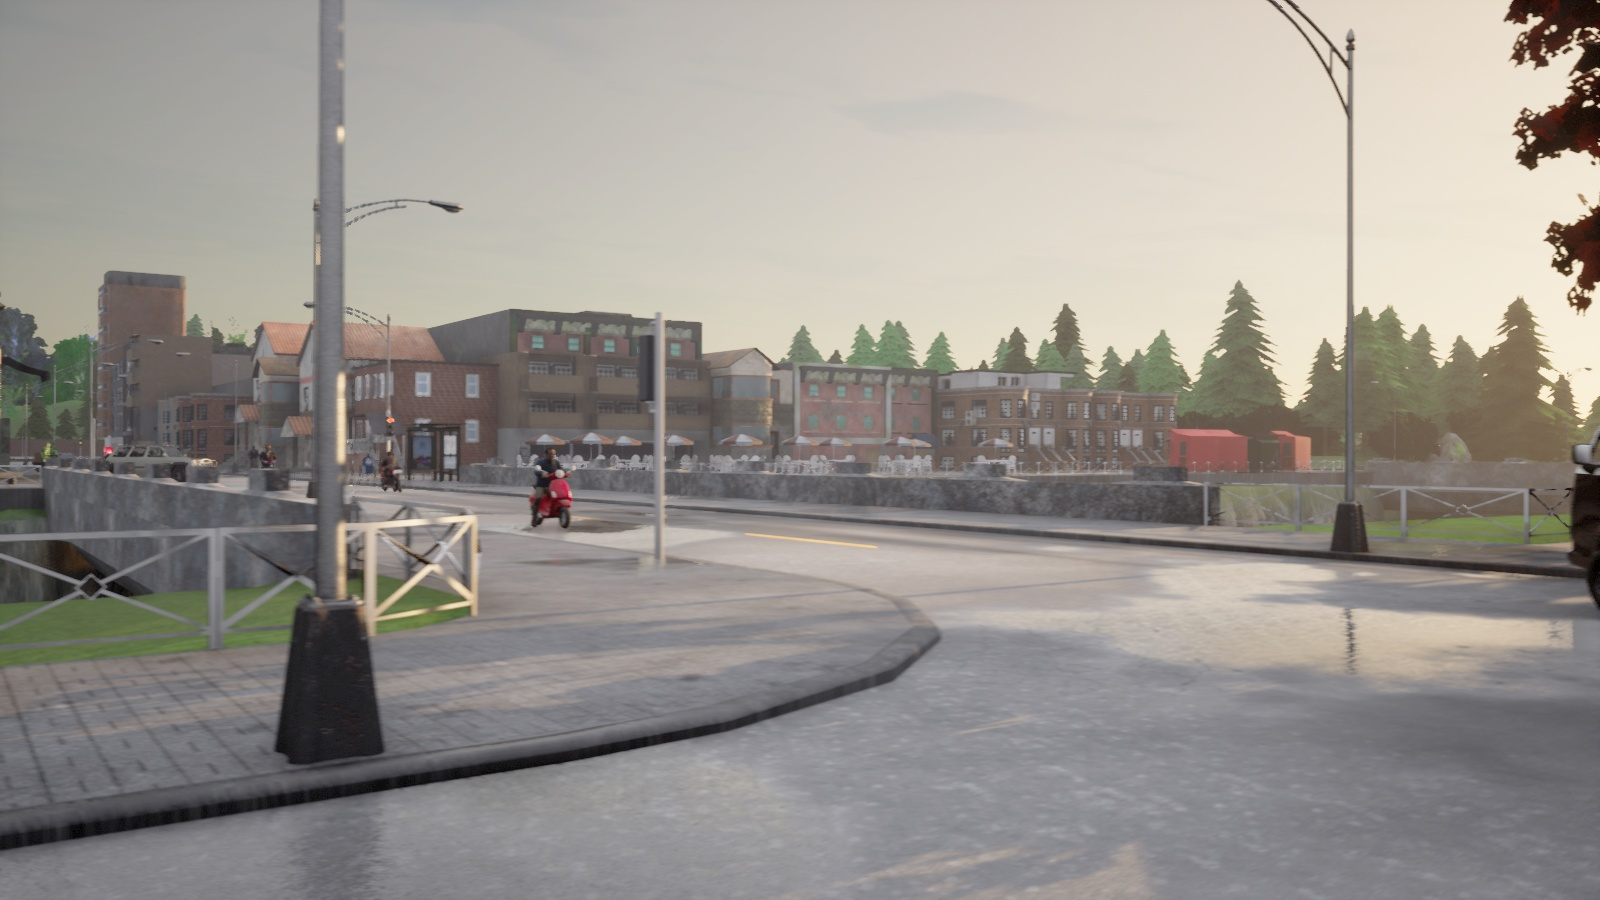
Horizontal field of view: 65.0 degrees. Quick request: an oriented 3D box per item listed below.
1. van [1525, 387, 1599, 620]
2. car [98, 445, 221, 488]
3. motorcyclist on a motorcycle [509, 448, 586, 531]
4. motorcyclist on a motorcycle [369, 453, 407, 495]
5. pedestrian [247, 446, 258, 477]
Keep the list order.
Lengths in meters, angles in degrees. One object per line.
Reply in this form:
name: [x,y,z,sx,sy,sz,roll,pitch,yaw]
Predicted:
van: [7.944,0.475,10.087,2.069,2.038,4.480,1,0,7]
car: [-28.696,0.750,56.328,4.605,1.855,1.932,0,-1,6]
motorcyclist on a motorcycle: [-5.048,0.767,25.052,0.866,1.590,1.817,0,0,-34]
motorcyclist on a motorcycle: [-15.283,0.866,46.582,0.797,1.523,2.044,0,0,-34]
pedestrian: [-34.002,0.705,77.954,0.563,1.883,0.849,0,0,-26]
